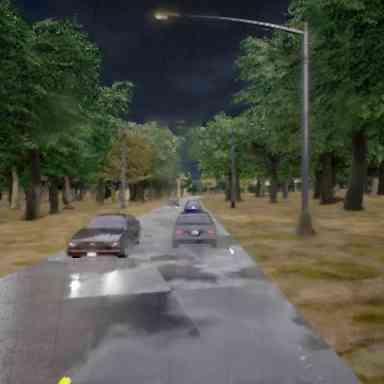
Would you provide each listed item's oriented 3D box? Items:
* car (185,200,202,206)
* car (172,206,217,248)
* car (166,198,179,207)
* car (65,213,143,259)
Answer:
[{"bbox_3d":[0.123,1.601,36.296,1.994,1.385,4.181,0,0,0],"label":"car"},{"bbox_3d":[0.110,1.555,14.869,2.033,1.411,5.357,0,0,0],"label":"car"},{"bbox_3d":[-3.028,1.620,53.662,2.033,1.411,5.357,0,0,1],"label":"car"},{"bbox_3d":[-3.092,1.552,12.942,2.033,1.411,5.357,0,0,0],"label":"car"}]
